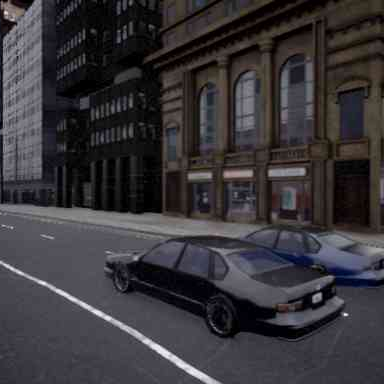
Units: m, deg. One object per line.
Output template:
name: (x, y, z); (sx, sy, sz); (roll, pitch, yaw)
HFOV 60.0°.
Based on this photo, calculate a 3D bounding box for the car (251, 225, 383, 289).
car: (2.654, 1.648, 9.349); (2.033, 1.411, 5.357); (0, 0, -43)

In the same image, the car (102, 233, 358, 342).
car: (0.186, 1.629, 6.890); (2.033, 1.411, 5.357); (1, 0, -43)
